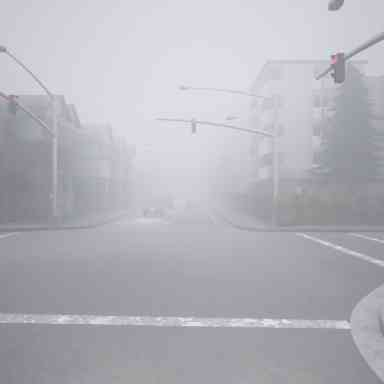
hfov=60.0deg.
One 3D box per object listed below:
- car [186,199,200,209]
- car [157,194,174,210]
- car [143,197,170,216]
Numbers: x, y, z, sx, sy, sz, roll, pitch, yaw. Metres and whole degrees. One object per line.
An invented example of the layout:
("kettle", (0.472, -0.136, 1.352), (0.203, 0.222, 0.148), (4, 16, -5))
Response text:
("car", (0.098, 1.601, 45.595), (1.895, 1.301, 4.718), (0, 0, -1))
("car", (-3.566, 1.221, 42.900), (2.150, 2.045, 5.566), (0, 0, 0))
("car", (-3.589, 1.491, 32.324), (2.128, 1.511, 4.902), (0, 0, 0))
